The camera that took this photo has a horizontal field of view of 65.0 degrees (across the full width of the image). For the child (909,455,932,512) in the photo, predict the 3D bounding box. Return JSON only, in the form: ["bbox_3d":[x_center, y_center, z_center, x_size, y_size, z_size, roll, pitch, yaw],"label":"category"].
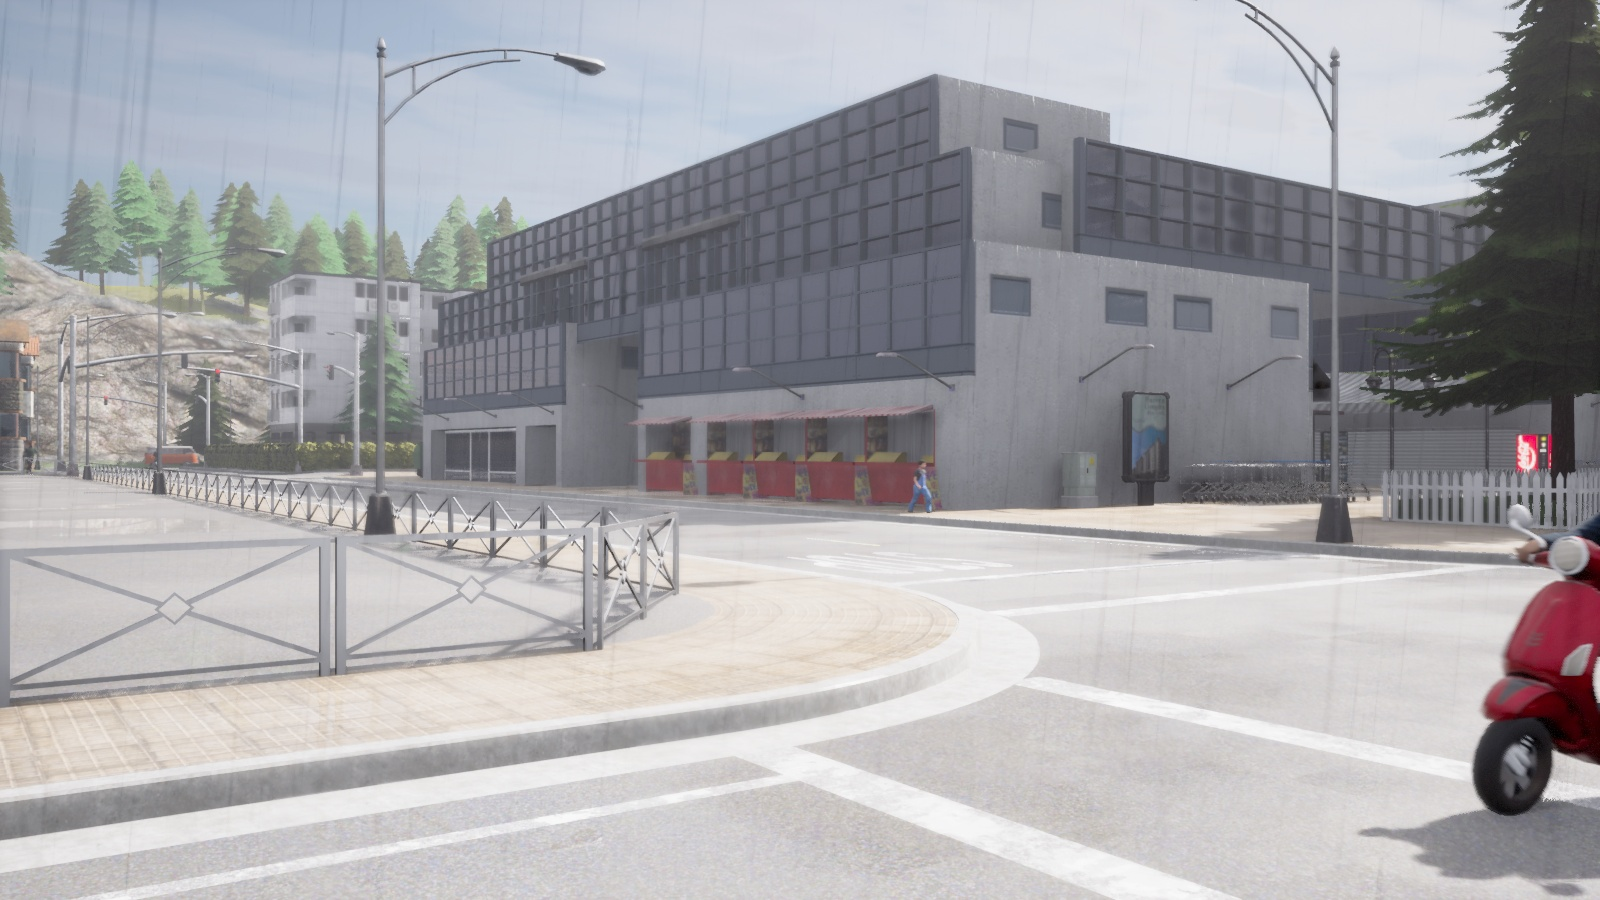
[{"bbox_3d":[2.658,0.732,27.726,0.270,1.263,0.437,0,0,-37],"label":"child"}]

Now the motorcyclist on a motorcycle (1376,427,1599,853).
[{"bbox_3d":[3.536,0.704,5.379,1.817,1.590,0.866,0,1,-18],"label":"motorcyclist on a motorcycle"}]

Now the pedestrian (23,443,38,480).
[{"bbox_3d":[-40.718,0.599,66.467,0.788,1.949,0.423,0,0,39],"label":"pedestrian"}]

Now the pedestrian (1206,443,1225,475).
[{"bbox_3d":[24.730,0.521,74.744,0.563,1.883,0.849,0,0,-36],"label":"pedestrian"}]
